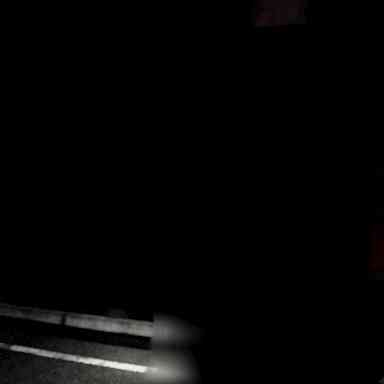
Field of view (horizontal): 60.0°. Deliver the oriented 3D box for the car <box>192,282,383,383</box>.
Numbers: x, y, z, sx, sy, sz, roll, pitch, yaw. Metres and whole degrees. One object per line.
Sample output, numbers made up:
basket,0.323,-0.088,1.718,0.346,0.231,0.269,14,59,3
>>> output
car,2.418,1.517,2.786,4.892,1.490,1.837,0,0,12
